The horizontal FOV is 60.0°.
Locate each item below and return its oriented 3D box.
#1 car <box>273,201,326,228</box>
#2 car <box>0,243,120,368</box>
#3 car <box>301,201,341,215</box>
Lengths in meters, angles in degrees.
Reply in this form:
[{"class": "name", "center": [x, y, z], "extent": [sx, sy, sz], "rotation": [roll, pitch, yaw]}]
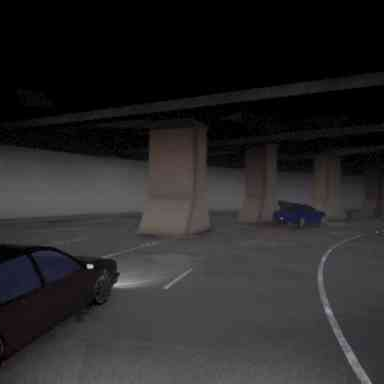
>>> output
[{"class": "car", "center": [7.795, 1.646, 23.862], "extent": [5.008, 1.535, 1.882], "rotation": [1, 0, -43]}, {"class": "car", "center": [-2.918, 1.521, 5.085], "extent": [2.033, 1.411, 5.357], "rotation": [1, 0, 10]}, {"class": "car", "center": [14.715, 1.825, 37.928], "extent": [4.674, 1.442, 1.812], "rotation": [1, 0, -31]}]
